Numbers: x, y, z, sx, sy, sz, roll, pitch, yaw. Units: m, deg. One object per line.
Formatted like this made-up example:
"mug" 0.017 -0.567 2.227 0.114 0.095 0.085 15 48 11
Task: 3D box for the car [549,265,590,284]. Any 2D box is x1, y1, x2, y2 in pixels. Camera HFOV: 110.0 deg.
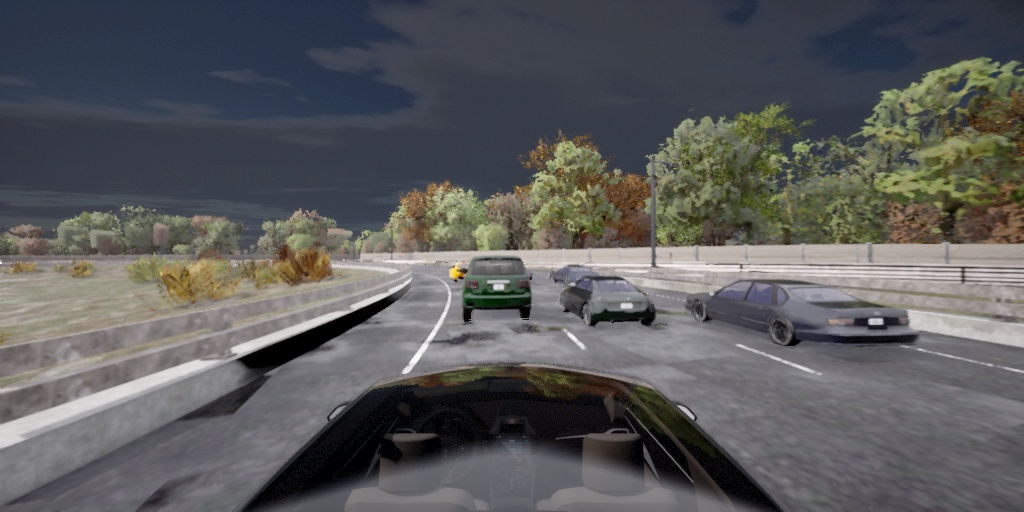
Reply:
"car" 4.301 1.351 25.336 2.033 1.411 5.357 0 0 -13

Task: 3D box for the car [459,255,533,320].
"car" -0.671 1.008 13.004 2.150 2.045 5.566 0 0 -6

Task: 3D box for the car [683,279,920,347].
"car" 6.673 1.290 9.258 2.033 1.411 5.357 0 0 -4

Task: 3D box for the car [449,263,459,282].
"car" -4.205 1.337 30.502 1.882 1.535 5.008 0 0 -16

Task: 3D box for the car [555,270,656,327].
"car" 2.927 1.332 11.738 1.994 1.385 4.181 0 0 -6
